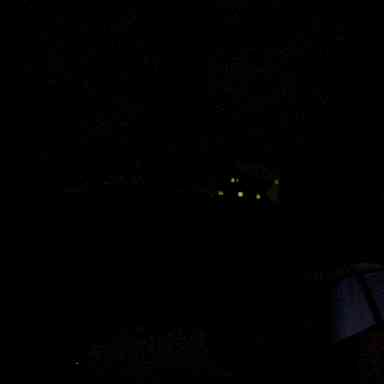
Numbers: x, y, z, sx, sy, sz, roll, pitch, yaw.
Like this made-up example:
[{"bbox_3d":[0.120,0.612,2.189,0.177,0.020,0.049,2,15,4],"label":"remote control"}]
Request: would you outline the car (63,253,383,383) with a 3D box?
[{"bbox_3d":[1.384,1.549,4.061,5.357,1.411,2.033,0,0,-36],"label":"car"}]
